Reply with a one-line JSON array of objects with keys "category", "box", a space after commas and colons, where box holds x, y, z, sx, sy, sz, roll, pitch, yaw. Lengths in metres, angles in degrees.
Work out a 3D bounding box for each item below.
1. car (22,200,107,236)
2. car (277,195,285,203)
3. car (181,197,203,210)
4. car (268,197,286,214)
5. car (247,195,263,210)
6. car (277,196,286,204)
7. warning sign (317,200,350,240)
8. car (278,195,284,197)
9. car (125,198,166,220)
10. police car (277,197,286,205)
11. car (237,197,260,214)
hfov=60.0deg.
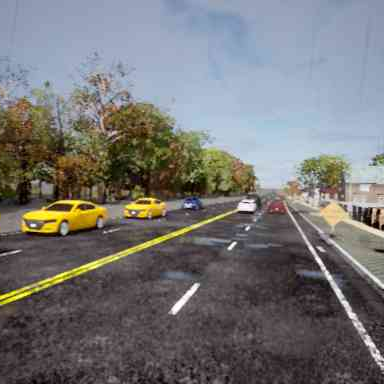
[{"category": "car", "box": [-6.117, 1.171, 16.546, 1.882, 1.535, 5.008, 2, 0, 15]}, {"category": "car", "box": [24.210, 1.845, 90.562, 2.150, 2.045, 5.566, 2, 0, 15]}, {"category": "car", "box": [0.115, 1.386, 40.292, 1.812, 1.442, 4.674, 2, 0, 15]}, {"category": "car", "box": [10.030, 1.746, 39.272, 1.882, 1.535, 5.008, 2, 0, 14]}, {"category": "car", "box": [8.896, 1.411, 47.832, 2.150, 2.045, 5.566, 2, 0, 15]}, {"category": "car", "box": [22.687, 1.939, 84.697, 2.097, 1.767, 4.553, 2, 0, 15]}, {"category": "warning sign", "box": [6.993, 1.344, 16.484, 1.300, 1.860, 1.060, 3, 0, 15]}, {"category": "car", "box": [12.685, 1.688, 49.343, 2.097, 1.767, 4.553, 2, 0, 12]}, {"category": "car", "box": [-3.574, 1.240, 26.343, 1.882, 1.535, 5.008, 2, 0, 15]}, {"category": "police car", "box": [20.215, 1.957, 75.151, 1.930, 1.638, 5.238, 2, 0, 15]}, {"category": "car", "box": [6.270, 1.647, 37.696, 1.812, 1.442, 4.674, 2, 0, 15]}]
